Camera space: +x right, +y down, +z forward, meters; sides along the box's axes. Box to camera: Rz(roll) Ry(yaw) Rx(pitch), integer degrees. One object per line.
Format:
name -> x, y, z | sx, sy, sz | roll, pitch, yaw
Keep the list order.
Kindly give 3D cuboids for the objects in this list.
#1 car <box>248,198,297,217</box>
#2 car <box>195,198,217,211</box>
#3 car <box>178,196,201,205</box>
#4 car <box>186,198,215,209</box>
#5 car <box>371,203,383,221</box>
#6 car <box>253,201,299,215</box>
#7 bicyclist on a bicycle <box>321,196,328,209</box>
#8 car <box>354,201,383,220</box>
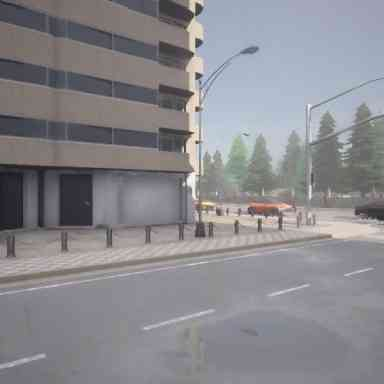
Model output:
car -> 7.626, 1.407, 32.162 | 2.097, 1.767, 4.553 | 0, 0, -36
car -> 1.084, 1.533, 41.241 | 1.882, 1.535, 5.008 | 0, 0, -36
car -> -0.534, 1.581, 61.754 | 1.812, 1.442, 4.674 | 0, 0, -36
car -> 1.135, 1.619, 47.160 | 1.994, 1.385, 4.181 | 0, 0, -35
car -> 14.936, 1.622, 22.034 | 1.895, 1.301, 4.718 | 0, -1, -36
car -> 9.019, 1.656, 36.216 | 1.895, 1.301, 4.718 | 0, 0, -36
bicyclist on a bicycle -> 17.332, 1.356, 43.463 | 1.656, 1.620, 0.582 | 0, 0, -36
car -> 15.781, 1.526, 26.843 | 1.882, 1.535, 5.008 | 0, 0, -36
